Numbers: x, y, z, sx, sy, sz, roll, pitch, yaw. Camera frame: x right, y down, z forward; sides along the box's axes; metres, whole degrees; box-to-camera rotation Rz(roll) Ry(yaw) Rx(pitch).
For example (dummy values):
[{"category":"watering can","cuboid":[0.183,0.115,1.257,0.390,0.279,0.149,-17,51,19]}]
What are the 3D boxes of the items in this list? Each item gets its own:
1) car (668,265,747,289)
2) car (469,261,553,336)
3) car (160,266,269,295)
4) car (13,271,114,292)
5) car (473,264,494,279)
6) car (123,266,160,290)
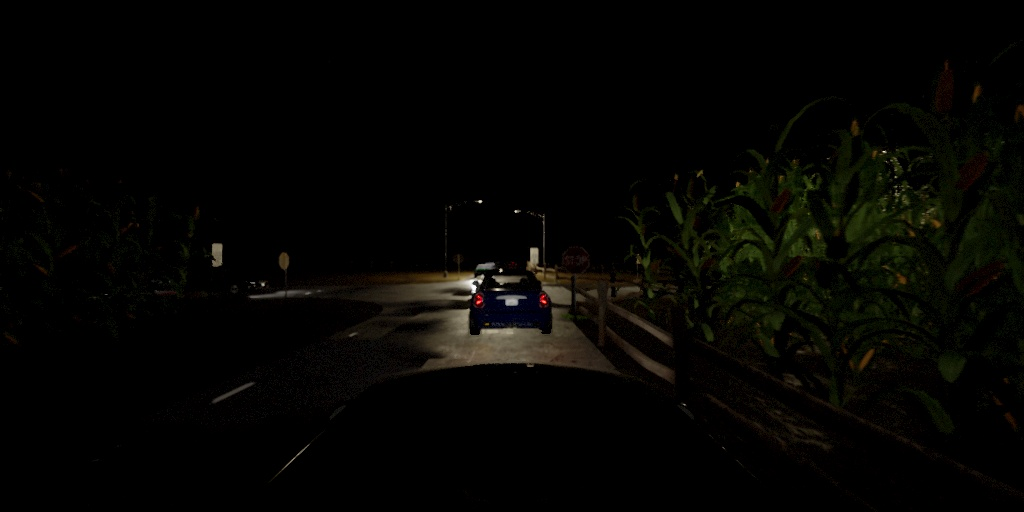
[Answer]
[{"category":"car","cuboid":[12.789,1.313,23.337,5.008,1.535,1.882,0,1,-2]},{"category":"car","cuboid":[-0.135,1.150,10.786,2.097,1.767,4.553,0,0,-3]},{"category":"car","cuboid":[-16.590,1.398,20.427,4.892,1.490,1.837,0,1,0]},{"category":"car","cuboid":[-25.495,1.479,20.446,4.181,1.385,1.994,0,1,1]},{"category":"car","cuboid":[-2.784,1.521,36.079,1.895,1.301,4.718,0,0,-2]},{"category":"car","cuboid":[-23.663,1.373,23.371,4.902,1.511,2.128,0,1,0]}]
